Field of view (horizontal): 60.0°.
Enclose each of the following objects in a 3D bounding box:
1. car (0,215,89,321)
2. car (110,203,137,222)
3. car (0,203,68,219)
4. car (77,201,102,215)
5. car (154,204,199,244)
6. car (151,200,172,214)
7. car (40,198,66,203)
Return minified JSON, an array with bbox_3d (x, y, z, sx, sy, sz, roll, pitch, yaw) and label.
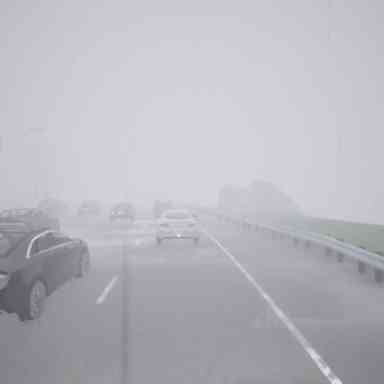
[{"bbox_3d":[-3.672,1.496,7.232,2.128,1.511,4.902,0,0,-2],"label":"car"},{"bbox_3d":[-5.505,1.550,26.775,2.033,1.411,5.357,0,0,-8],"label":"car"},{"bbox_3d":[-7.748,1.501,15.662,2.128,1.511,4.902,0,0,-5],"label":"car"},{"bbox_3d":[-10.165,1.573,33.204,1.994,1.385,4.181,0,0,-10],"label":"car"},{"bbox_3d":[-0.738,1.523,15.857,1.812,1.442,4.674,0,0,-5],"label":"car"},{"bbox_3d":[-2.873,1.488,32.205,2.128,1.511,4.902,0,0,-10],"label":"car"},{"bbox_3d":[-13.589,1.368,32.500,2.097,1.767,4.553,0,0,-10],"label":"car"}]
